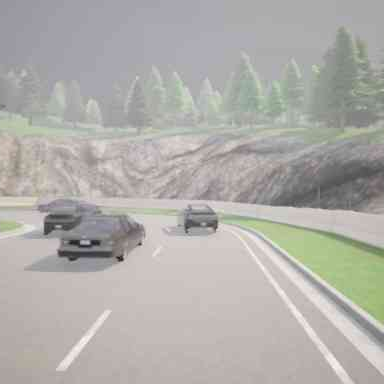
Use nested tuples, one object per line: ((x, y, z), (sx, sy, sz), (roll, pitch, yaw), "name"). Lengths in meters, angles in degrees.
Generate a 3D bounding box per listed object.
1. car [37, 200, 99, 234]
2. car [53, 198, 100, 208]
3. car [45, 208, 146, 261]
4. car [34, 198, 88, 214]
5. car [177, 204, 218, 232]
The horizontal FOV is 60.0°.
((-6.652, 1.410, 18.283), (1.837, 1.490, 4.892), (1, 0, -7), "car")
((-10.507, 1.398, 28.913), (5.357, 1.411, 2.033), (1, 0, 22), "car")
((-2.973, 1.496, 12.042), (2.033, 1.411, 5.357), (1, 0, 2), "car")
((-12.922, 1.347, 32.870), (4.674, 1.442, 1.812), (1, 0, 13), "car")
((0.228, 1.454, 19.689), (2.128, 1.511, 4.902), (1, 0, -9), "car")
